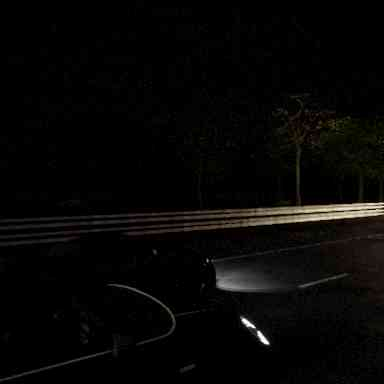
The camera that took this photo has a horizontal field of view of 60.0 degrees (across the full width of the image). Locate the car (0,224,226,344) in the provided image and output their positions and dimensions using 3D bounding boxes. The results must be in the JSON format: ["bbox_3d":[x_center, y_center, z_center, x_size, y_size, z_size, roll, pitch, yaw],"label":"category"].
[{"bbox_3d":[-1.518,1.562,6.970,4.181,1.385,1.994,0,0,-36],"label":"car"}]

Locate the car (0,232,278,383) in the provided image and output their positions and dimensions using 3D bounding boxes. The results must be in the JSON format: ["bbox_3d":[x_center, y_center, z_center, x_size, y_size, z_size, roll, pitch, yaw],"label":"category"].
[{"bbox_3d":[-1.377,1.352,2.765,4.553,1.767,2.097,0,0,-36],"label":"car"}]
